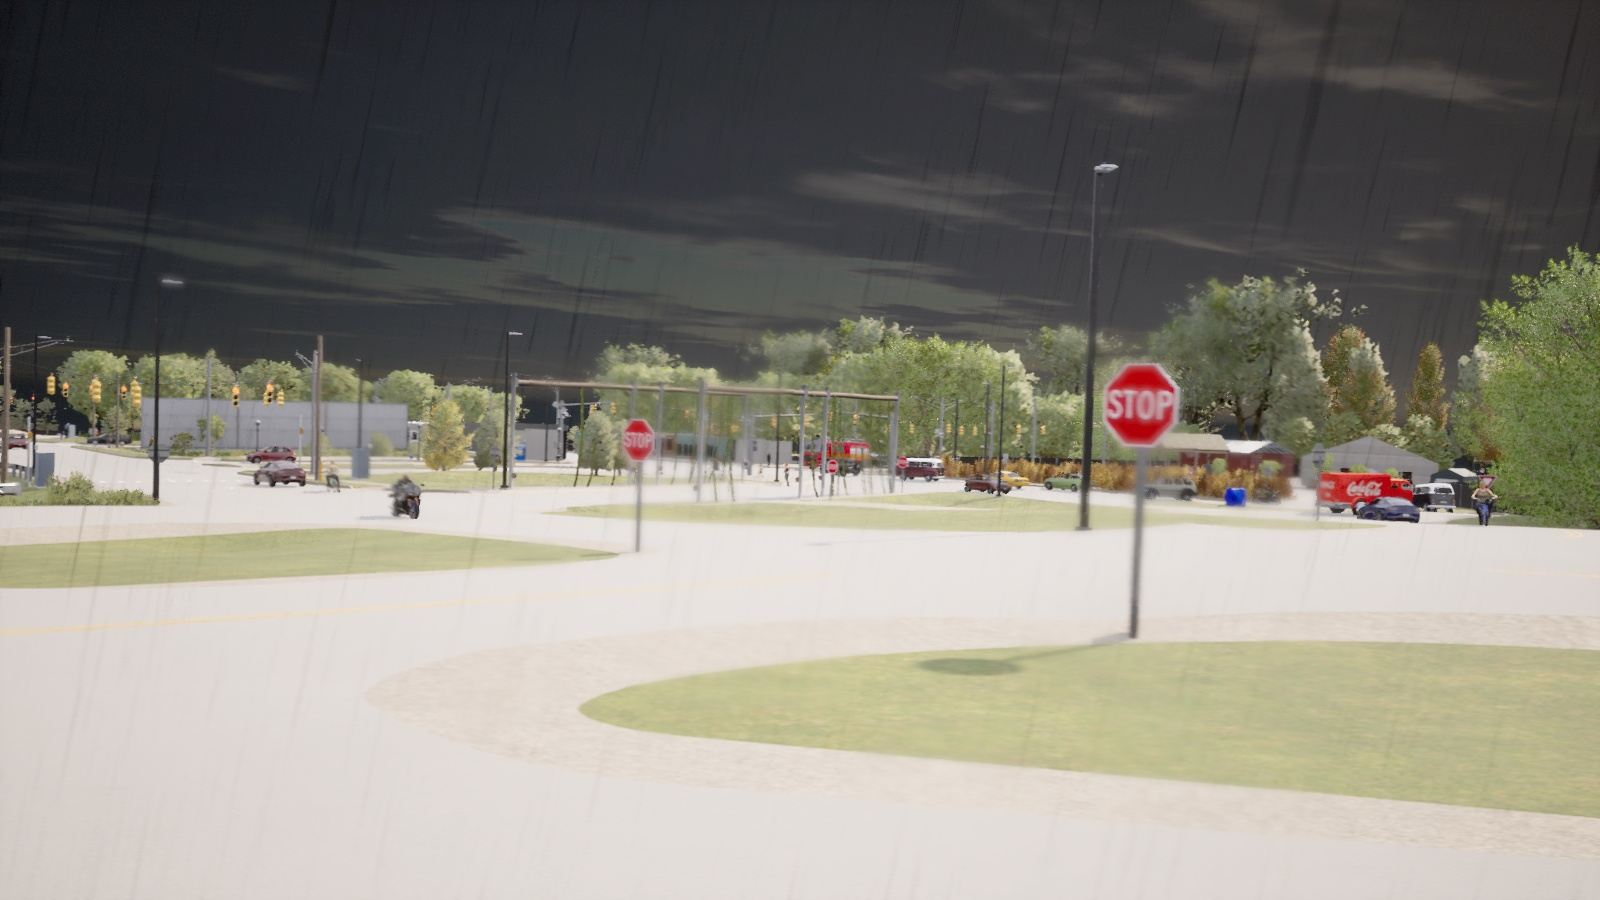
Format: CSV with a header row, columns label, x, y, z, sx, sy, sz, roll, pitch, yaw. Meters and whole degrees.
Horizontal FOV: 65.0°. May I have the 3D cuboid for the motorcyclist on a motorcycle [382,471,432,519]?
label,x,y,z,sx,sy,sz,roll,pitch,yaw
motorcyclist on a motorcycle,-13.286,1.503,42.387,0.866,1.530,2.191,1,-1,-38

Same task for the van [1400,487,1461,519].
label,x,y,z,sx,sy,sz,roll,pitch,yaw
van,43.125,3.667,86.036,2.069,2.038,4.480,3,-3,3

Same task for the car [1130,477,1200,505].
label,x,y,z,sx,sy,sz,roll,pitch,yaw
car,27.641,3.097,95.072,4.605,1.855,1.932,3,0,-7

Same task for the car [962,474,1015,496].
label,x,y,z,sx,sy,sz,roll,pitch,yaw
car,14.562,2.728,97.206,1.816,1.474,4.193,1,1,-31

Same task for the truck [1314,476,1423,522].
label,x,y,z,sx,sy,sz,roll,pitch,yaw
truck,33.598,2.862,74.283,5.204,2.467,2.627,2,0,-10

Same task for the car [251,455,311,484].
label,x,y,z,sx,sy,sz,roll,pitch,yaw
car,-29.161,1.076,70.481,1.812,1.442,4.674,1,1,-39

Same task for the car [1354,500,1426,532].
label,x,y,z,sx,sy,sz,roll,pitch,yaw
car,30.023,3.341,64.044,1.812,1.442,4.674,2,-2,6

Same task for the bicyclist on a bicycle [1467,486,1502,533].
label,x,y,z,sx,sy,sz,roll,pitch,yaw
bicyclist on a bicycle,24.206,2.081,44.406,0.866,1.612,1.509,0,-2,20
